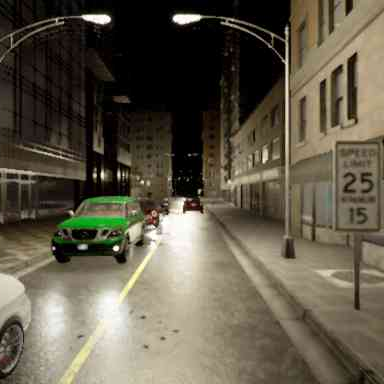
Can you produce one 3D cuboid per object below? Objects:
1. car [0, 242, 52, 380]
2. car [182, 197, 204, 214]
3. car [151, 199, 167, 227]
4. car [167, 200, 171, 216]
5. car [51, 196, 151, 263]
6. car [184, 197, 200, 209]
[{"bbox_3d":[-3.094,1.521,2.761,1.812,1.442,4.674,0,0,0],"label":"car"},{"bbox_3d":[0.107,1.294,34.484,2.097,1.767,4.553,0,0,0],"label":"car"},{"bbox_3d":[-3.066,1.315,22.118,2.097,1.767,4.553,0,0,0],"label":"car"},{"bbox_3d":[-3.051,1.438,32.491,2.128,1.511,4.902,0,0,0],"label":"car"},{"bbox_3d":[-3.073,1.201,12.215,2.150,2.045,5.566,0,0,1],"label":"car"},{"bbox_3d":[0.018,1.418,45.264,2.128,1.511,4.902,0,0,0],"label":"car"}]
